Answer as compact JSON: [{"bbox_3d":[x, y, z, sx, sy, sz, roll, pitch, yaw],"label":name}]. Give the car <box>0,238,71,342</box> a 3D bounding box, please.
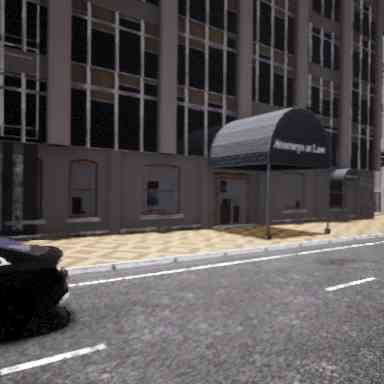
[{"bbox_3d":[-4.325,1.375,4.711,4.902,1.511,2.128,1,0,-34],"label":"car"}]
